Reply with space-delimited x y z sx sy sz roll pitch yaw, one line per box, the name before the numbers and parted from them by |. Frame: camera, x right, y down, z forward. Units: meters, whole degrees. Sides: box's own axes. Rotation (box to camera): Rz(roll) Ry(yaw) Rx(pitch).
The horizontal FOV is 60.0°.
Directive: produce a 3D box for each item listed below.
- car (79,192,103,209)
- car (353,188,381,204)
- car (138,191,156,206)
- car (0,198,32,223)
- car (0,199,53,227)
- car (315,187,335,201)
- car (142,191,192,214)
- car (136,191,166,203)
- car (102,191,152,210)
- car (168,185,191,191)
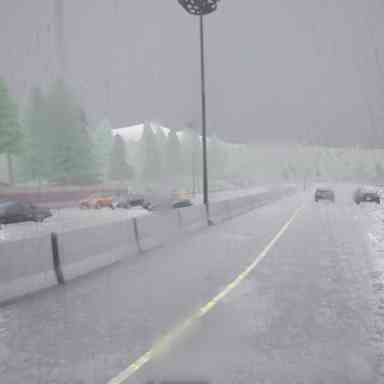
car | -9.303 0.812 33.533 2.097 1.767 4.553 -1 2 22
car | 16.109 0.338 30.838 1.812 1.442 4.674 -1 2 21
car | -2.805 0.904 30.925 1.994 1.385 4.181 -1 2 22
car | -13.732 1.286 22.637 2.128 1.511 4.902 -1 1 22
car | -10.967 1.332 20.126 2.033 1.411 5.357 -1 2 22
car | 14.564 0.203 36.493 2.128 1.511 4.902 -1 2 22
car | -1.520 0.925 24.922 1.837 1.490 4.892 -1 1 22
car | -5.316 0.618 43.581 1.994 1.385 4.181 -1 1 22
car | -6.059 0.877 32.215 2.128 1.511 4.902 -1 2 22
car | -2.214 0.363 41.926 2.097 1.767 4.553 -1 2 22
